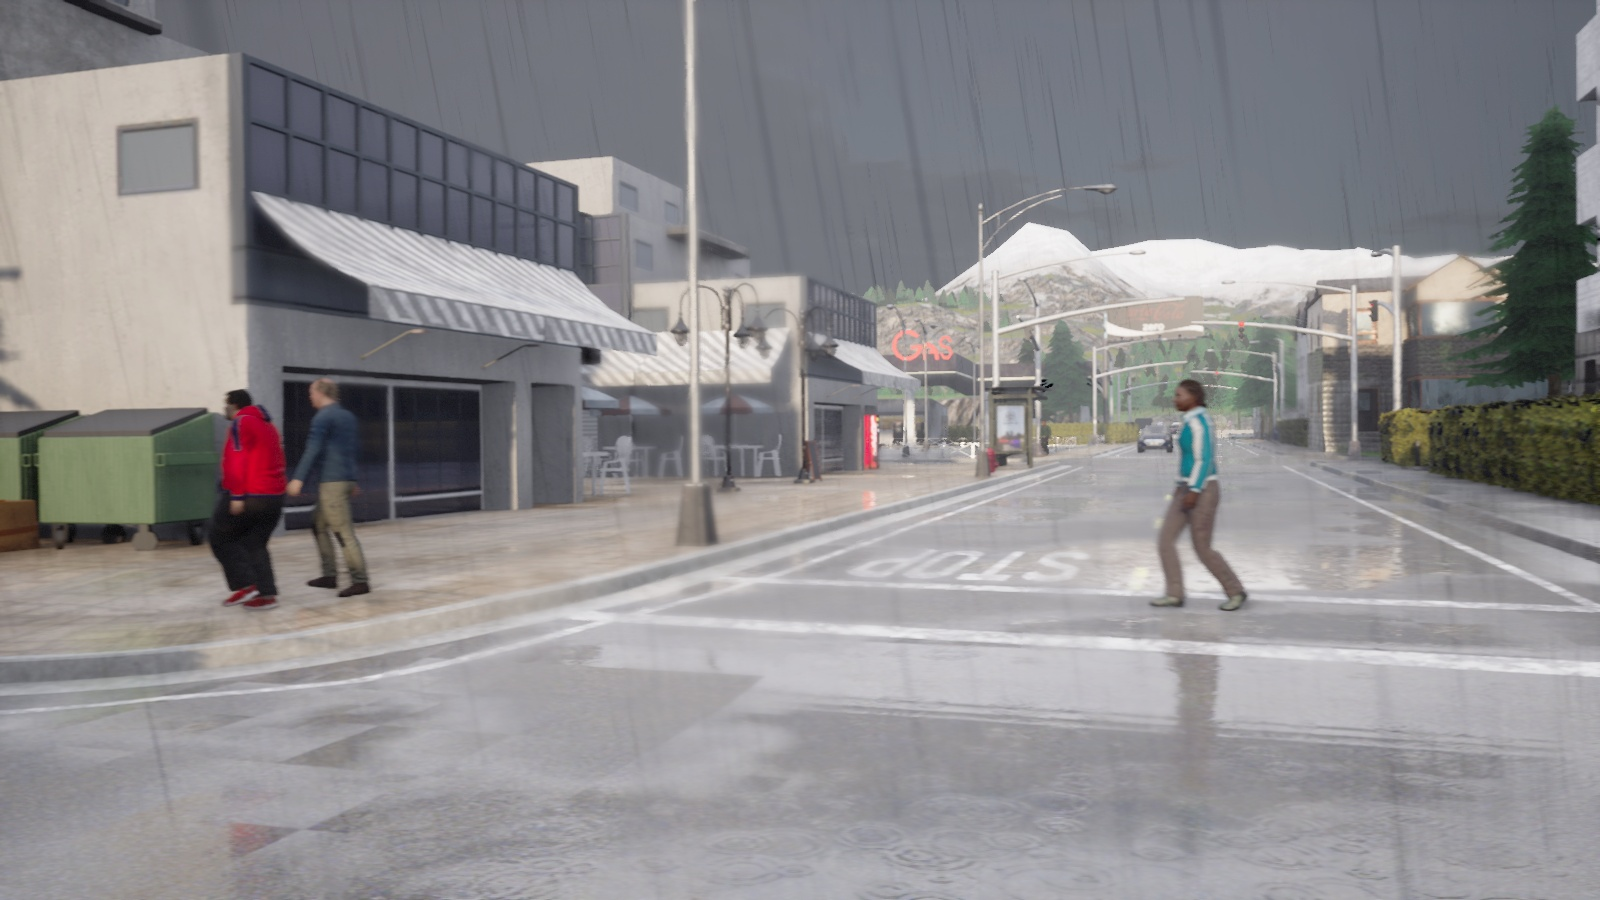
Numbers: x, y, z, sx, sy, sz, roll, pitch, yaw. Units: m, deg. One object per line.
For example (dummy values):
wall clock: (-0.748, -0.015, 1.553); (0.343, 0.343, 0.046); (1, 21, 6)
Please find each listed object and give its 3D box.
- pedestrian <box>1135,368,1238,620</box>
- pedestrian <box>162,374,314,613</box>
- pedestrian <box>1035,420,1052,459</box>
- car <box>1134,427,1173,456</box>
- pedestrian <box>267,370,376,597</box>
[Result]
pedestrian: (3.009, 0.337, 9.812); (0.692, 1.930, 0.396); (0, 1, 3)
pedestrian: (-4.467, 0.331, 10.018); (0.899, 1.844, 0.634); (0, 1, 3)
pedestrian: (12.056, -0.528, 62.244); (0.788, 1.949, 0.423); (-1, 1, -39)
car: (20.621, -0.507, 73.050); (2.033, 1.649, 4.856); (0, 1, 18)
pedestrian: (-3.980, 0.271, 10.461); (0.726, 1.842, 0.402); (0, 1, 9)
